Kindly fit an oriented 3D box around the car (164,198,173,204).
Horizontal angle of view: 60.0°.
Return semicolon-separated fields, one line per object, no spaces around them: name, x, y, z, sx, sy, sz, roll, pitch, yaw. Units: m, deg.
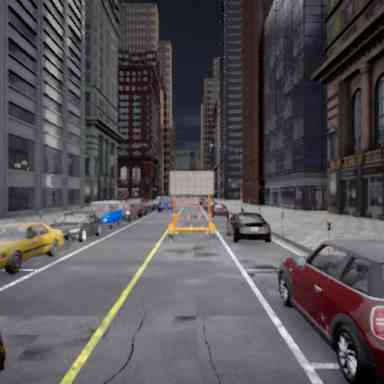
car;-5.836;2.207;84.325;1.947;1.339;4.313;0;0;0

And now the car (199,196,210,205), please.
car;2.698;1.863;73.064;2.192;1.841;5.009;0;0;0

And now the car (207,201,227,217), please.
car;2.732;1.826;33.610;1.802;1.307;4.206;0;0;0

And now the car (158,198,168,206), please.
car;-5.821;2.026;67.246;1.752;1.417;4.829;0;0;0

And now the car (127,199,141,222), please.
car;-5.789;1.642;27.961;1.967;1.590;4.097;0;0;0

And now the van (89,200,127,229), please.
van;-5.784;1.501;22.326;1.690;1.788;3.998;0;0;0

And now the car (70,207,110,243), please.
car;-5.779;1.670;16.687;2.008;1.369;4.403;0;0;0

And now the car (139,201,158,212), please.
car;-5.802;1.892;44.870;1.947;1.339;4.313;0;0;0

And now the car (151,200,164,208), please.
car;-5.812;1.994;56.143;1.802;1.307;4.206;0;0;0

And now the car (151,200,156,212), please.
car;-5.797;1.850;39.234;1.947;1.339;4.313;0;0;0

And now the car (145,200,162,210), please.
car;-5.807;1.920;50.506;2.008;1.369;4.403;0;0;0

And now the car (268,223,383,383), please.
car;2.755;1.479;5.430;1.967;1.590;4.097;0;0;0

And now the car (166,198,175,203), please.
car;-5.841;2.240;89.962;2.008;1.369;4.403;0;0;0

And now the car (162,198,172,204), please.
car;-5.831;2.160;78.689;1.947;1.339;4.313;0;0;0

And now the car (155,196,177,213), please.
car;-3.127;1.528;42.644;2.150;2.045;5.566;0;0;0

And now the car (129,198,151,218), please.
car;-5.794;1.558;33.599;2.192;1.841;5.009;0;0;0

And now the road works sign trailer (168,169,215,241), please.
road works sign trailer;-0.014;0.588;17.315;2.380;3.560;2.880;0;0;0

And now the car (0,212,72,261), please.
car;-5.774;1.602;10.882;1.752;1.417;4.829;0;0;0

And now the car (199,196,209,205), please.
car;2.713;1.853;56.156;1.967;1.590;4.097;0;0;0

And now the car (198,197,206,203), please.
car;2.684;2.130;89.971;1.967;1.590;4.097;0;0;0

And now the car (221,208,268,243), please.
car;2.746;1.685;16.701;1.947;1.339;4.313;0;0;0

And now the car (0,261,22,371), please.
car;-3.100;1.579;2.069;1.994;1.385;4.181;0;0;0

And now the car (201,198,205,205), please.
car;2.718;1.951;50.519;1.802;1.307;4.206;0;0;0

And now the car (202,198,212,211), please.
car;2.723;1.909;44.883;1.802;1.307;4.206;0;0;0

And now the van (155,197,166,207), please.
van;-5.817;1.798;61.781;1.690;1.788;3.998;0;0;0
